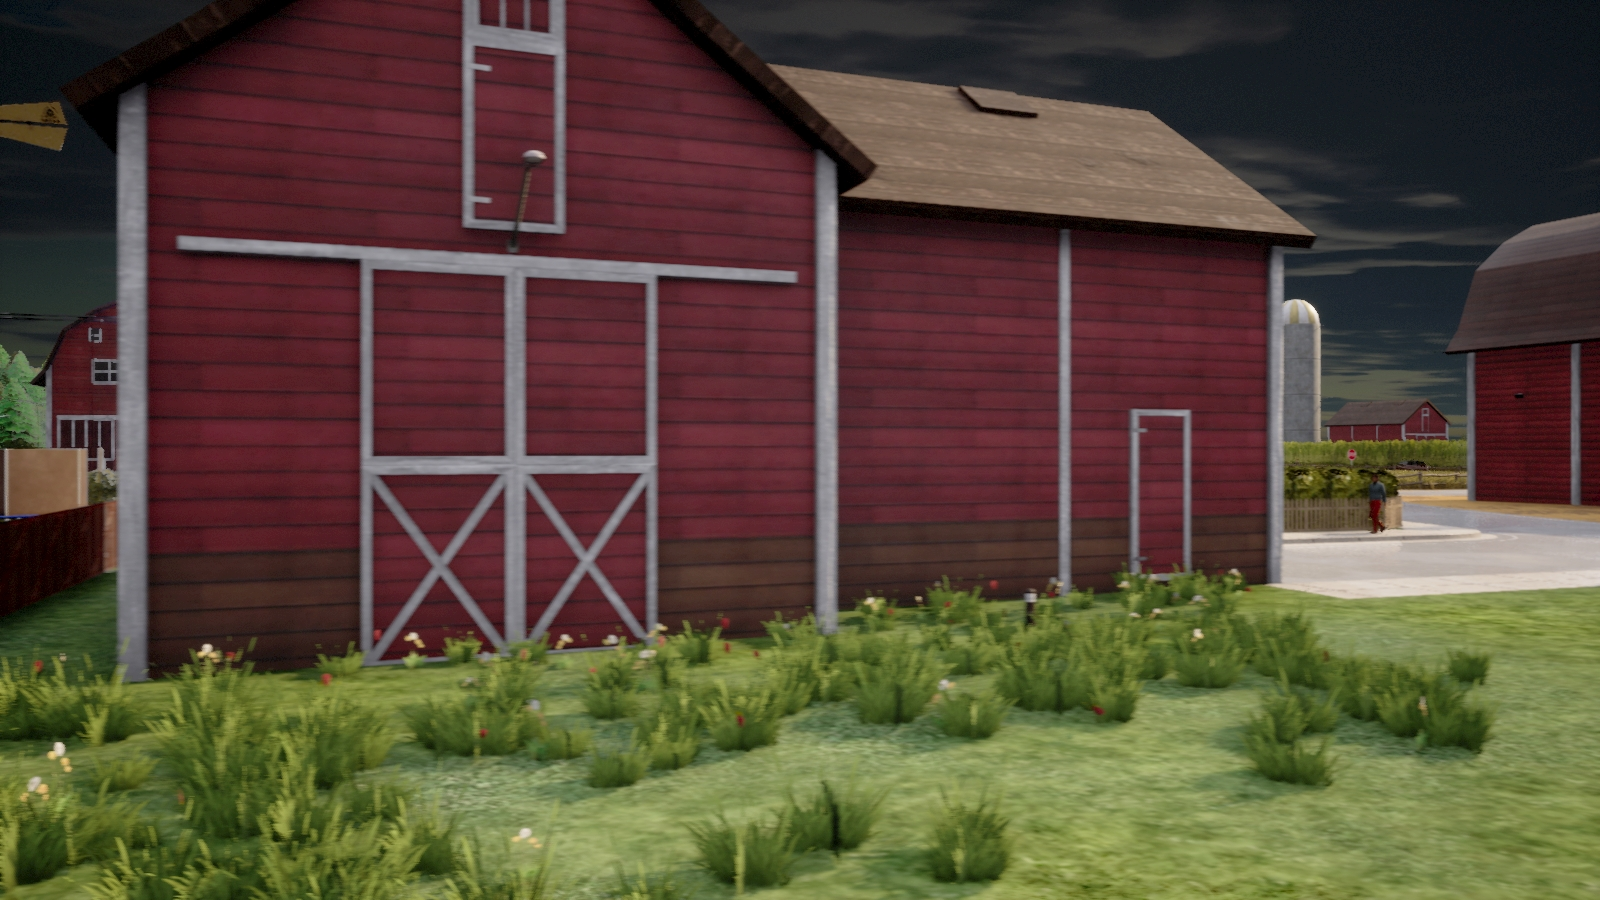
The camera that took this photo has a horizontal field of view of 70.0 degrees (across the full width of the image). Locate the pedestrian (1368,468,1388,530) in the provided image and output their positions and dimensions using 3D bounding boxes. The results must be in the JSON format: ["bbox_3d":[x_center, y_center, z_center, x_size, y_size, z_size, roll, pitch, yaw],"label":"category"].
[{"bbox_3d":[17.422,1.465,34.442,0.375,1.860,0.375,0,0,-22],"label":"pedestrian"}]
